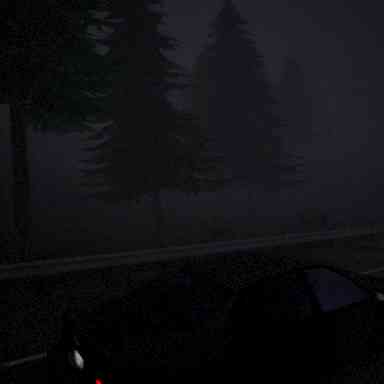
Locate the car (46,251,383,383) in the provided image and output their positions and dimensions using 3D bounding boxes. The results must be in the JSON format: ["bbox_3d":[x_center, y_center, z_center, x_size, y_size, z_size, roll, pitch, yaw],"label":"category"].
[{"bbox_3d":[1.041,1.544,4.419,5.357,1.411,2.033,0,0,-35],"label":"car"}]
